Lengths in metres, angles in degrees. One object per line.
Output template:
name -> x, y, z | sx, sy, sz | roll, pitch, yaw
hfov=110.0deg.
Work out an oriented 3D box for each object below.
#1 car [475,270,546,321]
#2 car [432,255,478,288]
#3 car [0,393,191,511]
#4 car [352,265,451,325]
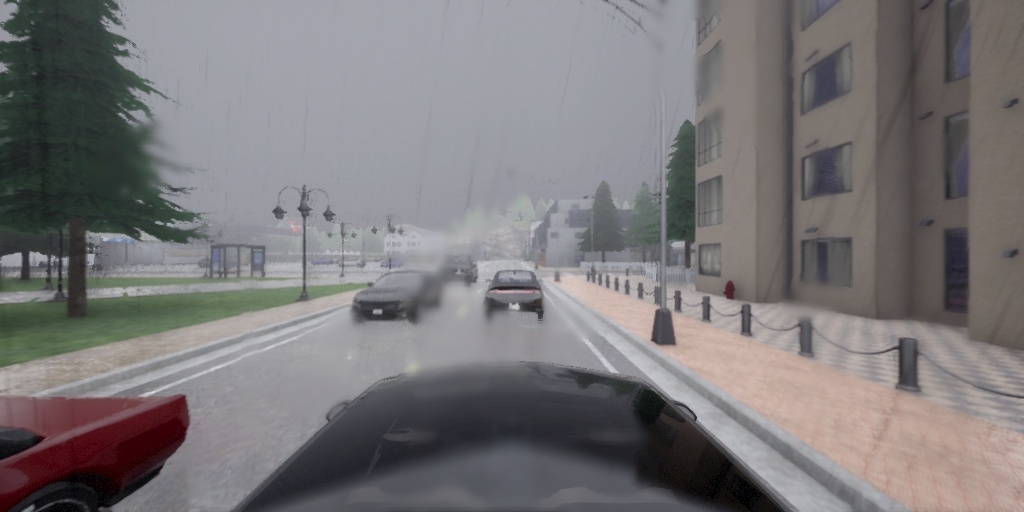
car -> 0.096, 1.226, 12.421 | 2.128, 1.511, 4.902 | 0, 0, 0
car -> -3.520, 0.939, 24.028 | 2.150, 2.045, 5.566 | 0, 0, 0
car -> -3.599, 1.352, 0.704 | 1.895, 1.301, 4.718 | 0, 0, 0
car -> -3.527, 1.213, 11.965 | 1.882, 1.535, 5.008 | 0, 0, 0
